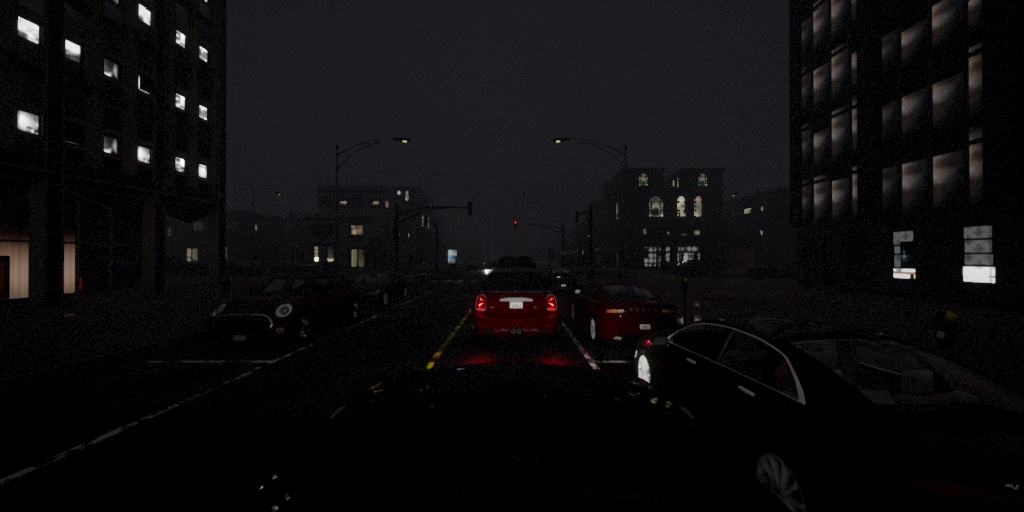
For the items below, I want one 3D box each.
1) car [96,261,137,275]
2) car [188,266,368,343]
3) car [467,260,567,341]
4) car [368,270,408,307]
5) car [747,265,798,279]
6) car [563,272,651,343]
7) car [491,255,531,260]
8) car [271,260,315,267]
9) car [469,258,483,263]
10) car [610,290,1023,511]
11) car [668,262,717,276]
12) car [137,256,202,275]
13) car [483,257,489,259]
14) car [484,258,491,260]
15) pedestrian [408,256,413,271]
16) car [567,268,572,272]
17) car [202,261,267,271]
[{"bbox_3d":[-36.507,1.126,33.406,4.403,1.370,2.007,0,0,1],"label":"car"},{"bbox_3d":[-5.695,1.189,9.483,1.967,1.591,4.097,0,0,0],"label":"car"},{"bbox_3d":[0.094,1.102,10.016,2.097,1.767,4.553,0,0,0],"label":"car"},{"bbox_3d":[-5.698,1.300,15.176,2.007,1.370,4.403,0,0,0],"label":"car"},{"bbox_3d":[23.624,1.429,32.481,4.207,1.307,1.802,0,0,1],"label":"car"},{"bbox_3d":[2.686,1.295,9.471,1.888,1.381,4.507,0,0,0],"label":"car"},{"bbox_3d":[0.109,0.971,20.169,2.150,2.045,5.566,0,0,-1],"label":"car"},{"bbox_3d":[-25.478,1.192,41.624,4.829,1.417,1.751,0,0,1],"label":"car"},{"bbox_3d":[-5.721,1.331,53.254,1.802,1.307,4.207,0,0,0],"label":"car"},{"bbox_3d":[2.689,1.300,3.779,2.007,1.370,4.403,0,0,0],"label":"car"},{"bbox_3d":[19.272,1.360,38.375,4.892,1.490,1.837,0,0,1],"label":"car"},{"bbox_3d":[-30.971,0.913,33.324,5.009,1.841,2.192,0,0,1],"label":"car"},{"bbox_3d":[-5.728,1.300,64.297,2.007,1.370,4.403,0,0,0],"label":"car"},{"bbox_3d":[-3.121,1.350,55.898,1.895,1.301,4.718,0,0,0],"label":"car"},{"bbox_3d":[-12.577,0.879,44.383,0.375,1.860,0.375,0,-1,1],"label":"pedestrian"},{"bbox_3d":[2.679,1.300,20.855,2.007,1.370,4.403,0,0,0],"label":"car"},{"bbox_3d":[-25.434,1.173,33.242,4.403,1.370,2.007,0,0,1],"label":"car"}]
